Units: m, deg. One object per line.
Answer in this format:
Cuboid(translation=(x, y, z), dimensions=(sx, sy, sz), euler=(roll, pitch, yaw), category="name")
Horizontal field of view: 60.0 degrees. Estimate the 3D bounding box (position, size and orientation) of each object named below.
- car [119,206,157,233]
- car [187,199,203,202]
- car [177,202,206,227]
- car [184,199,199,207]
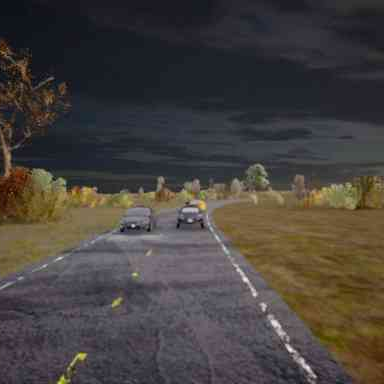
Cuboid(translation=(-3.274, 1.649, 20.973), dimensions=(1.837, 1.490, 4.892), euler=(0, 0, 0), category="car")
Cuboid(translation=(0.728, 1.779, 42.371), dimensions=(1.882, 1.535, 5.008), euler=(0, 0, 5), category="car")
Cuboid(translation=(-0.090, 1.696, 23.924), dimensions=(1.812, 1.442, 4.674), euler=(0, 0, 0), category="car")
Cuboid(translation=(-0.030, 2.030, 62.031), dimensions=(1.895, 1.301, 4.718), euler=(0, 0, 10), category="car")
